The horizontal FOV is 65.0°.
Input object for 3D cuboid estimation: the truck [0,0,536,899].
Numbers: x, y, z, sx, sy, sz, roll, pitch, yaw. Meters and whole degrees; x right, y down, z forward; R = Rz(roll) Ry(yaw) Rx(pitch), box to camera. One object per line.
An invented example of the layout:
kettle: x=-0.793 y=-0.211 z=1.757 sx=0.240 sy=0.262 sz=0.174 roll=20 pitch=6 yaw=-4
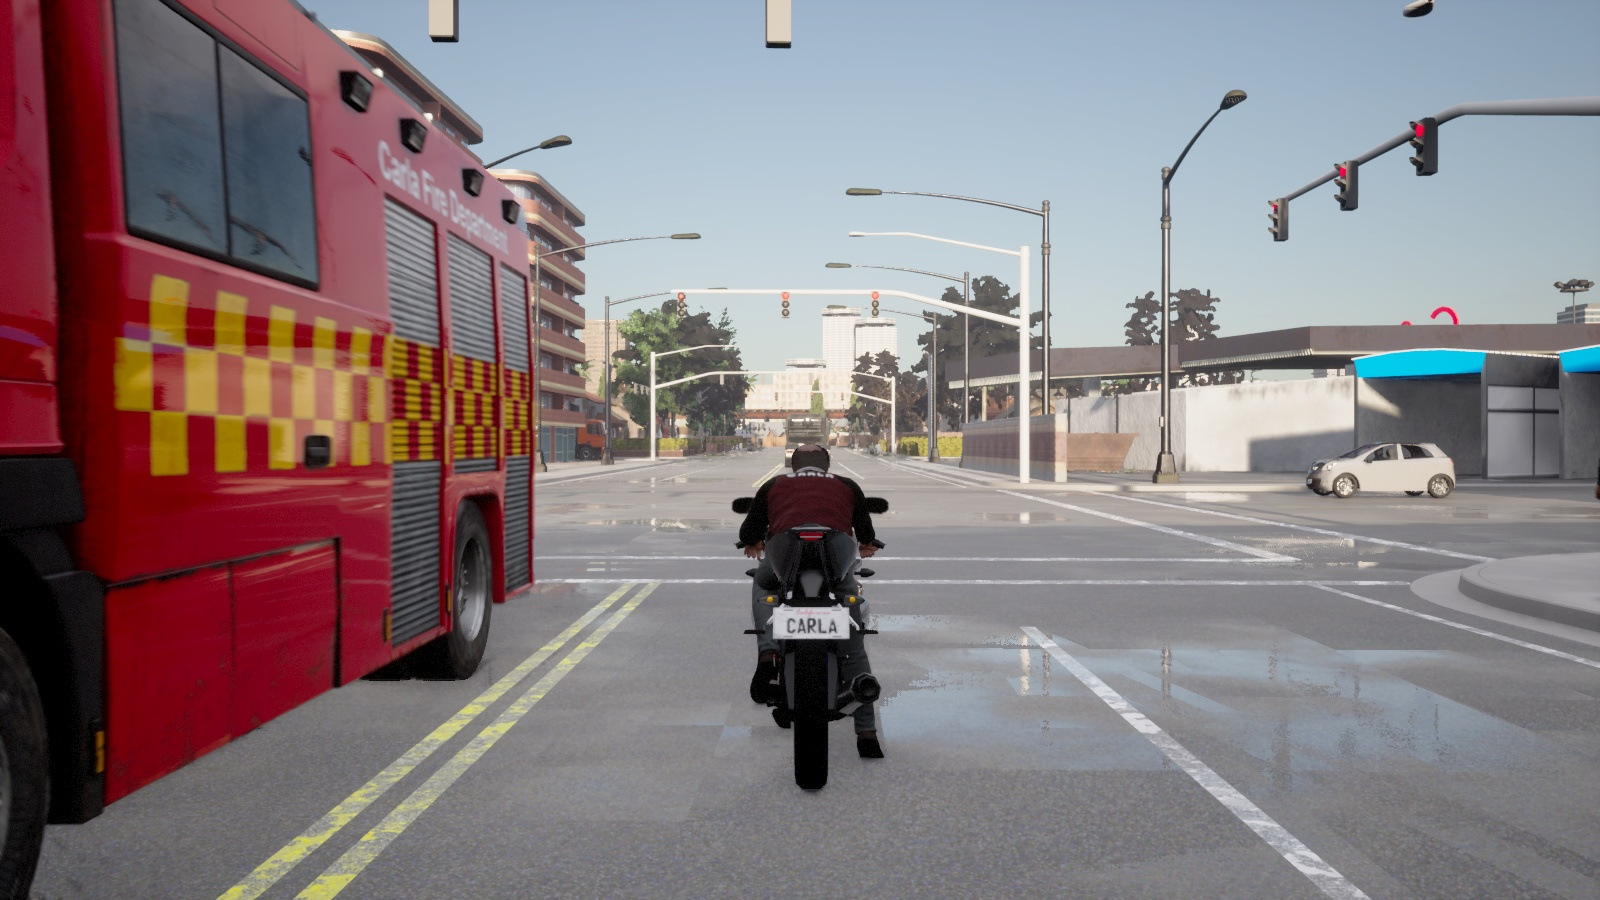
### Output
truck: x=-3.454 y=-0.450 z=5.224 sx=2.891 sy=3.827 sz=8.468 roll=0 pitch=0 yaw=0

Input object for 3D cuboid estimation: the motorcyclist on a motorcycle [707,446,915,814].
motorcyclist on a motorcycle: x=0.052 y=0.746 z=6.329 sx=0.866 sy=1.530 sz=2.191 roll=0 pitch=0 yaw=0

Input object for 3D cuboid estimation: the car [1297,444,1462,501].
car: x=15.650 y=0.581 z=34.043 sx=3.633 sy=1.501 sz=1.845 roll=0 pitch=0 yaw=1

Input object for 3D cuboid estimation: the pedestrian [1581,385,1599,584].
pedestrian: x=8.048 y=0.339 z=12.247 sx=0.423 sy=1.949 sz=0.788 roll=0 pitch=0 yaw=6

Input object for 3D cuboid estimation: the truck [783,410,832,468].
truck: x=0.466 y=-0.678 z=78.471 sx=2.891 sy=3.462 sz=7.936 roll=0 pitch=0 yaw=0
